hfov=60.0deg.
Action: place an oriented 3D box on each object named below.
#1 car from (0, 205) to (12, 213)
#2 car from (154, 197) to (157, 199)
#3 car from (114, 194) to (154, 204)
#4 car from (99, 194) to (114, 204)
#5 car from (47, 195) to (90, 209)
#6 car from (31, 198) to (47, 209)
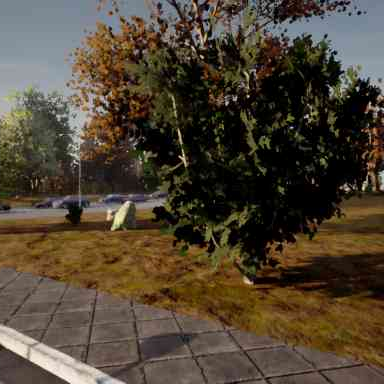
[{"bbox_3d":[-21.768,1.646,34.901,1.895,1.301,4.718,0,1,39],"label":"car"},{"bbox_3d":[-5.781,0.465,60.108,2.128,1.511,4.902,0,3,40],"label":"car"},{"bbox_3d":[-8.798,0.959,50.901,2.033,1.411,5.357,0,3,39],"label":"car"},{"bbox_3d":[-12.338,1.009,52.076,1.812,1.442,4.674,0,2,39],"label":"car"},{"bbox_3d":[-15.490,1.179,42.650,2.097,1.767,4.553,0,2,39],"label":"car"},{"bbox_3d":[-18.552,1.401,44.433,2.033,1.411,5.357,0,2,39],"label":"car"}]
